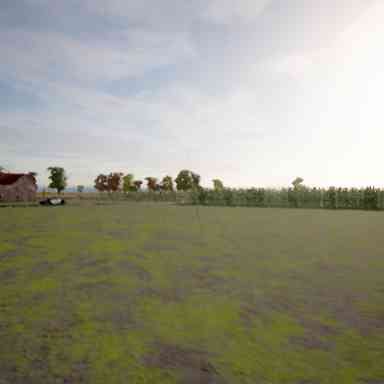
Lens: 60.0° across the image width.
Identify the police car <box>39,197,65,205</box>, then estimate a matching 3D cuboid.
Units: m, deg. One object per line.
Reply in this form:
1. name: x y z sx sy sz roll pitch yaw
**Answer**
1. police car: -28.657 1.903 68.059 2.038 1.542 4.974 1 0 35
